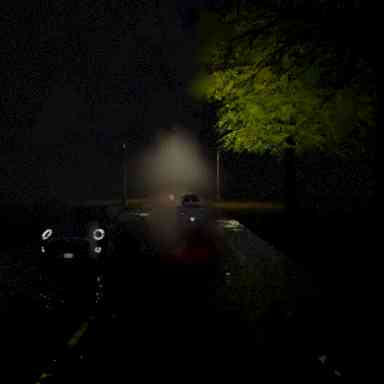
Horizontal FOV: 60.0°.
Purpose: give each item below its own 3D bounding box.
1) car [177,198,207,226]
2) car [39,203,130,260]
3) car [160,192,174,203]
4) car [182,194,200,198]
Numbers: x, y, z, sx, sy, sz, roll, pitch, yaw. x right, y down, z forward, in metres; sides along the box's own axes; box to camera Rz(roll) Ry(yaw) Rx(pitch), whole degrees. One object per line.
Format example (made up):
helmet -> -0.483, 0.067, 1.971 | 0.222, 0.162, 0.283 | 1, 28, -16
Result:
car -> 0.017, 1.359, 21.889 | 1.812, 1.442, 4.674 | 0, 0, 0
car -> -3.629, 1.264, 11.987 | 2.097, 1.767, 4.553 | 0, 0, 0
car -> -4.007, 0.814, 54.792 | 2.097, 1.767, 4.553 | 0, 1, 0
car -> -0.140, 1.030, 39.397 | 2.097, 1.767, 4.553 | 0, 1, -1
